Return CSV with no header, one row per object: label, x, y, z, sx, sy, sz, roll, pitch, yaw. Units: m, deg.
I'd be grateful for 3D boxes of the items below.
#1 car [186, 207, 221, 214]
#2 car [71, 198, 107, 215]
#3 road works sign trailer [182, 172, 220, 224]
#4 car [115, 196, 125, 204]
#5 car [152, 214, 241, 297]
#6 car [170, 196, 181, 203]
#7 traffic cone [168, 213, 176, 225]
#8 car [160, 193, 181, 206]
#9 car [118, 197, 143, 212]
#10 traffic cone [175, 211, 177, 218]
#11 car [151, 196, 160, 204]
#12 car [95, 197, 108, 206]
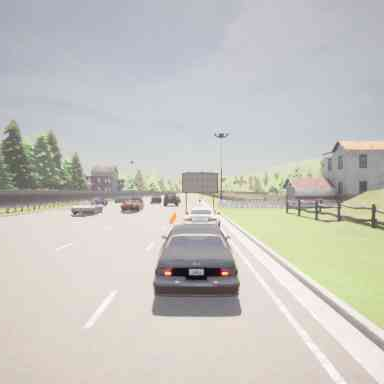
car,0.589,1.536,18.412,1.812,1.442,4.674,0,-1,5
car,-10.356,1.598,33.226,1.895,1.301,4.718,0,0,0
road works sign trailer,0.517,0.462,22.026,2.380,3.560,2.880,0,0,-5
car,-13.812,1.558,65.397,1.994,1.385,4.181,0,0,0
car,0.109,1.547,8.742,2.033,1.411,5.357,0,0,1
car,-3.308,1.558,68.494,1.994,1.385,4.181,0,0,0
traffic cone,-1.457,1.953,23.099,0.340,0.580,0.340,0,0,0
car,-3.329,1.217,53.279,2.150,2.045,5.566,0,0,0
car,-6.849,1.597,38.560,1.895,1.301,4.718,0,0,0
traffic cone,-1.454,1.953,25.098,0.340,0.580,0.340,0,0,0
car,-6.814,1.472,64.772,1.882,1.535,5.008,0,-1,0
car,-13.835,1.521,49.162,1.812,1.442,4.674,0,0,0
